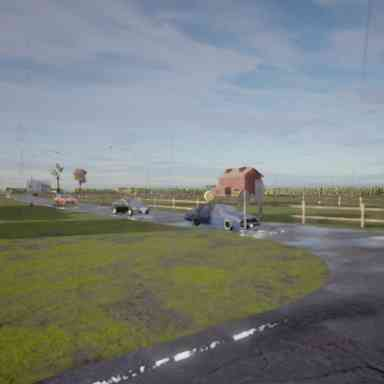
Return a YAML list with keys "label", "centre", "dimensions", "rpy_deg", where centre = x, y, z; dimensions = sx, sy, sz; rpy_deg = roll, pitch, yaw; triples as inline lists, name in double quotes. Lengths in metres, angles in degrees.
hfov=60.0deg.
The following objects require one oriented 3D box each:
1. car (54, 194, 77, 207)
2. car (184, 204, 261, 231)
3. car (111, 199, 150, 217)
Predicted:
- label: "car"
  centre: [-17.195, 1.086, 45.211]
  dimensions: [2.097, 1.767, 4.553]
  rpy_deg: [-1, 1, -36]
- label: "car"
  centre: [1.680, 1.476, 20.700]
  dimensions: [2.033, 1.411, 5.357]
  rpy_deg: [-1, 1, -38]
- label: "car"
  centre: [-5.542, 1.347, 29.753]
  dimensions: [2.128, 1.511, 4.902]
  rpy_deg: [-1, 1, -38]
